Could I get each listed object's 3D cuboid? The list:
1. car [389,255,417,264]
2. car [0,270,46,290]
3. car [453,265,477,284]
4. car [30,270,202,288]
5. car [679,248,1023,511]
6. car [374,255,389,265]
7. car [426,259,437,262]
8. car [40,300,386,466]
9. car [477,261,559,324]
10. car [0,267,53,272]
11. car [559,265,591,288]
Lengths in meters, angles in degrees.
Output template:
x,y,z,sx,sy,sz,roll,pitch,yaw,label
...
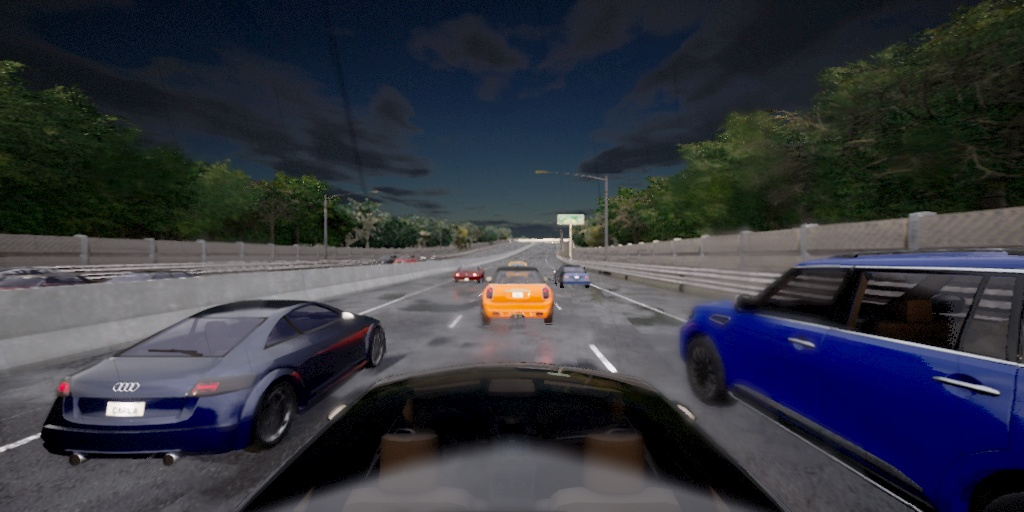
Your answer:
x,y,z,sx,sy,sz,roll,pitch,yaw,label
-16.317,0.911,55.028,2.150,2.045,5.566,0,0,3,car
-17.529,1.336,13.083,1.895,1.301,4.718,0,0,1,car
-3.102,1.333,27.129,1.895,1.301,4.718,0,0,1,car
-14.023,1.283,13.927,2.033,1.411,5.357,0,0,1,car
3.604,0.972,3.070,2.150,2.045,5.566,0,0,0,car
-19.742,0.903,56.626,2.150,2.045,5.566,0,0,3,car
-12.751,1.238,56.363,2.033,1.411,5.357,0,0,3,car
-3.384,1.311,5.153,1.994,1.385,4.181,0,0,0,car
0.167,1.097,12.076,2.097,1.767,4.553,0,0,0,car
-21.006,1.223,14.770,2.128,1.511,4.902,0,0,1,car
3.822,1.286,23.436,2.033,1.411,5.357,0,0,1,car
